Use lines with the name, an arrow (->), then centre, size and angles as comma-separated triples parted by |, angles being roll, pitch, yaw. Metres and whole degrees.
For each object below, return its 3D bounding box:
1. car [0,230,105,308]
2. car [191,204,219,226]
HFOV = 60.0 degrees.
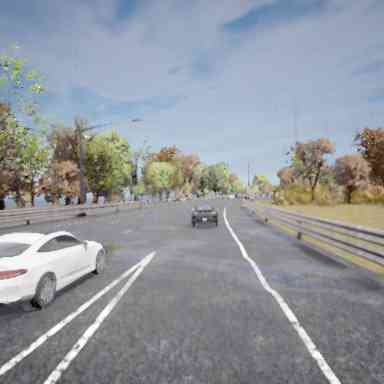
car -> -3.701, 1.658, 8.146 | 1.812, 1.442, 4.674 | -1, 0, 6
car -> 0.986, 1.641, 24.620 | 2.128, 1.511, 4.902 | -1, 0, 3
